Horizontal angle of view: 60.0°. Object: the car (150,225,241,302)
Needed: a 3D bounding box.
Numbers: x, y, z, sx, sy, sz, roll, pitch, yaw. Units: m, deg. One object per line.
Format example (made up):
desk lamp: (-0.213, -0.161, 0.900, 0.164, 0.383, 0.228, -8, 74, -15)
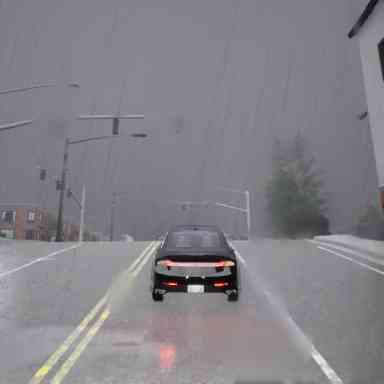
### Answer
car: (0.085, 1.590, 8.537, 2.128, 1.511, 4.902, 0, -1, 0)
